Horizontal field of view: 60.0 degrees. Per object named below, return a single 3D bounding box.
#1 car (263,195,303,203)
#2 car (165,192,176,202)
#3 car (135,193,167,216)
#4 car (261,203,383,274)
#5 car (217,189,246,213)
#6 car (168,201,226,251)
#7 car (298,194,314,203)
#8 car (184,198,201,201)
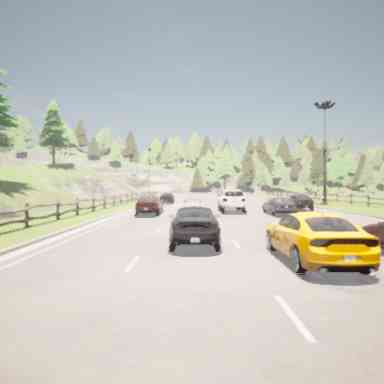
[{"bbox_3d":[7.050,1.142,27.276,2.033,1.411,5.357,0,1,1],"label":"car"},{"bbox_3d":[-3.407,0.816,46.603,1.837,1.490,4.892,0,1,0],"label":"car"},{"bbox_3d":[-3.450,1.070,27.452,1.882,1.535,5.008,0,1,1],"label":"car"},{"bbox_3d":[3.603,1.327,10.047,1.882,1.535,5.008,0,1,0],"label":"car"},{"bbox_3d":[3.573,0.771,30.517,2.150,2.045,5.566,0,1,0],"label":"car"},{"bbox_3d":[0.102,1.306,13.190,1.837,1.490,4.892,0,0,0],"label":"car"},{"bbox_3d":[10.586,1.015,33.151,1.837,1.490,4.892,0,1,0],"label":"car"},{"bbox_3d":[0.064,1.161,29.593,1.895,1.301,4.718,0,1,0],"label":"car"}]
